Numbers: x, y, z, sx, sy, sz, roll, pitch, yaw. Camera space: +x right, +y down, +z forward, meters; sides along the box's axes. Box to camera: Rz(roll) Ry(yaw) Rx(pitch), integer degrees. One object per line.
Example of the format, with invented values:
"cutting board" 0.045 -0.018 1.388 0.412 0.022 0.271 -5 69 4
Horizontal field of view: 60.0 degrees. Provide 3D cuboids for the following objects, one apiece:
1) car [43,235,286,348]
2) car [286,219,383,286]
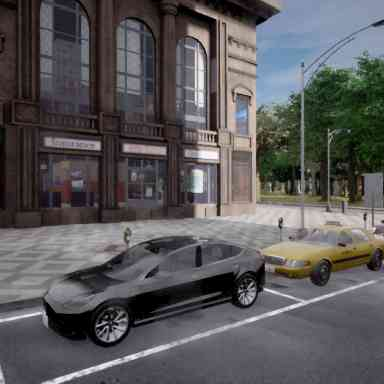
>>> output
"car" -0.459 1.566 6.324 4.313 1.339 1.947 0 0 -36
"car" 3.829 1.526 9.384 4.829 1.417 1.752 0 0 -36
